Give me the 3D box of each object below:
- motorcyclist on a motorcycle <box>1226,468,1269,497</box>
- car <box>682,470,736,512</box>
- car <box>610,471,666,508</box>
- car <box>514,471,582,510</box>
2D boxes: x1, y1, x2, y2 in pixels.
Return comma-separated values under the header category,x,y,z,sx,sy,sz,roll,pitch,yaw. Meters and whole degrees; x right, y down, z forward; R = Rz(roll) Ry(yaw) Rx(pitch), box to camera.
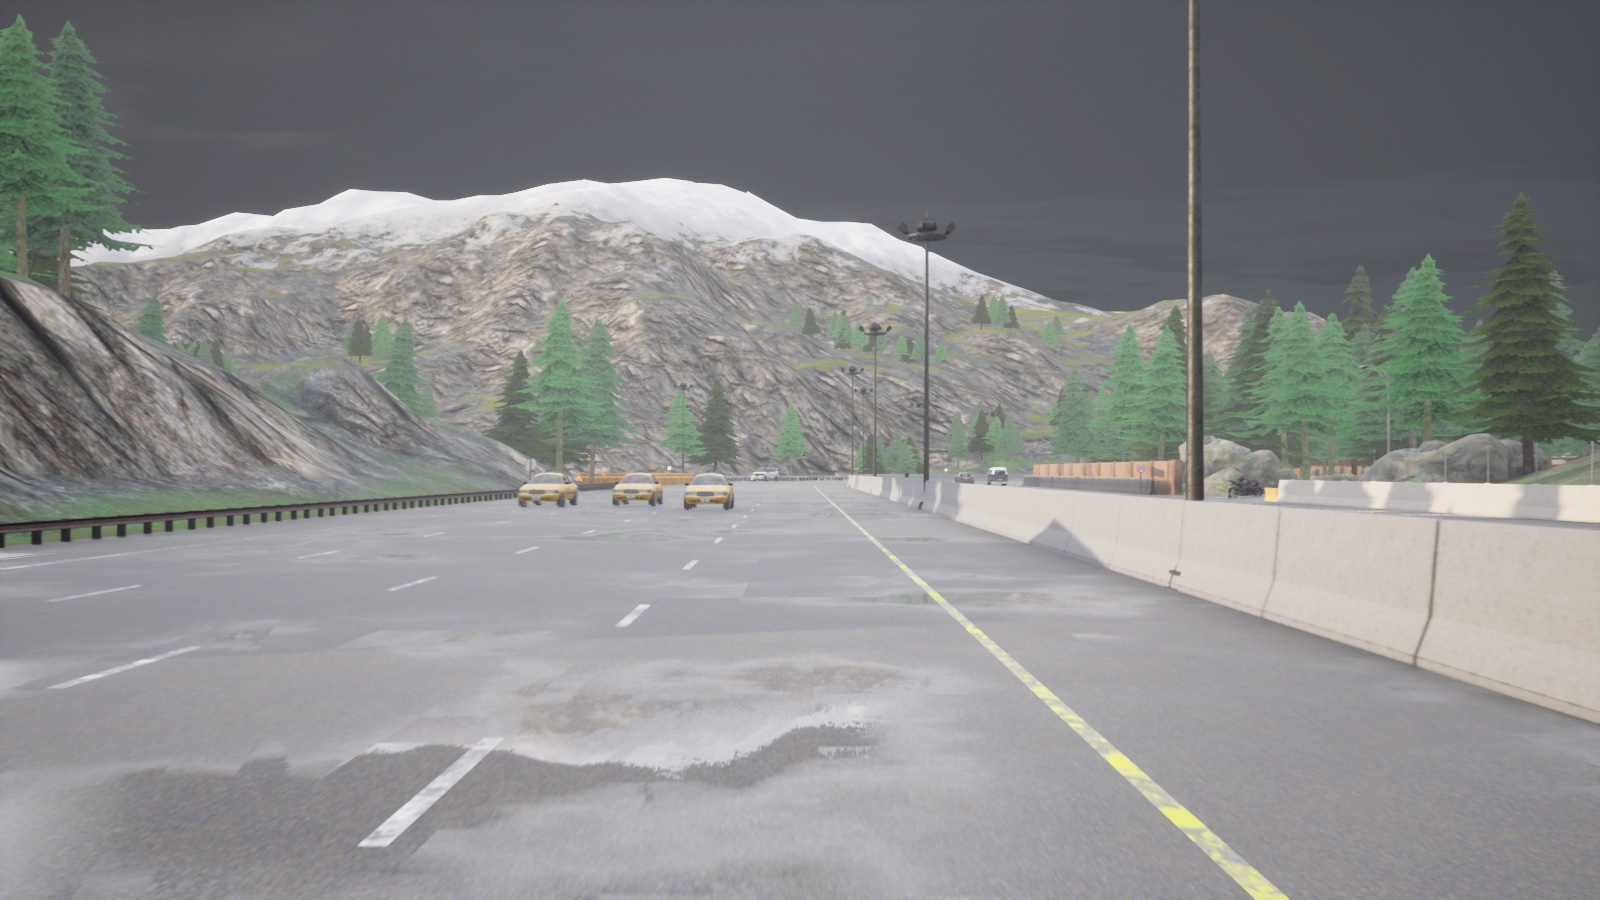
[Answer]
category,x,y,z,sx,sy,sz,roll,pitch,yaw
motorcyclist on a motorcycle,27.111,1.960,76.088,2.191,1.530,0.866,-4,0,-6
car,-3.623,1.616,50.645,1.801,1.575,5.366,0,-1,0
car,-7.135,1.713,55.637,1.801,1.575,5.366,0,-1,0
car,-10.630,1.688,53.312,1.801,1.575,5.366,0,-1,0
